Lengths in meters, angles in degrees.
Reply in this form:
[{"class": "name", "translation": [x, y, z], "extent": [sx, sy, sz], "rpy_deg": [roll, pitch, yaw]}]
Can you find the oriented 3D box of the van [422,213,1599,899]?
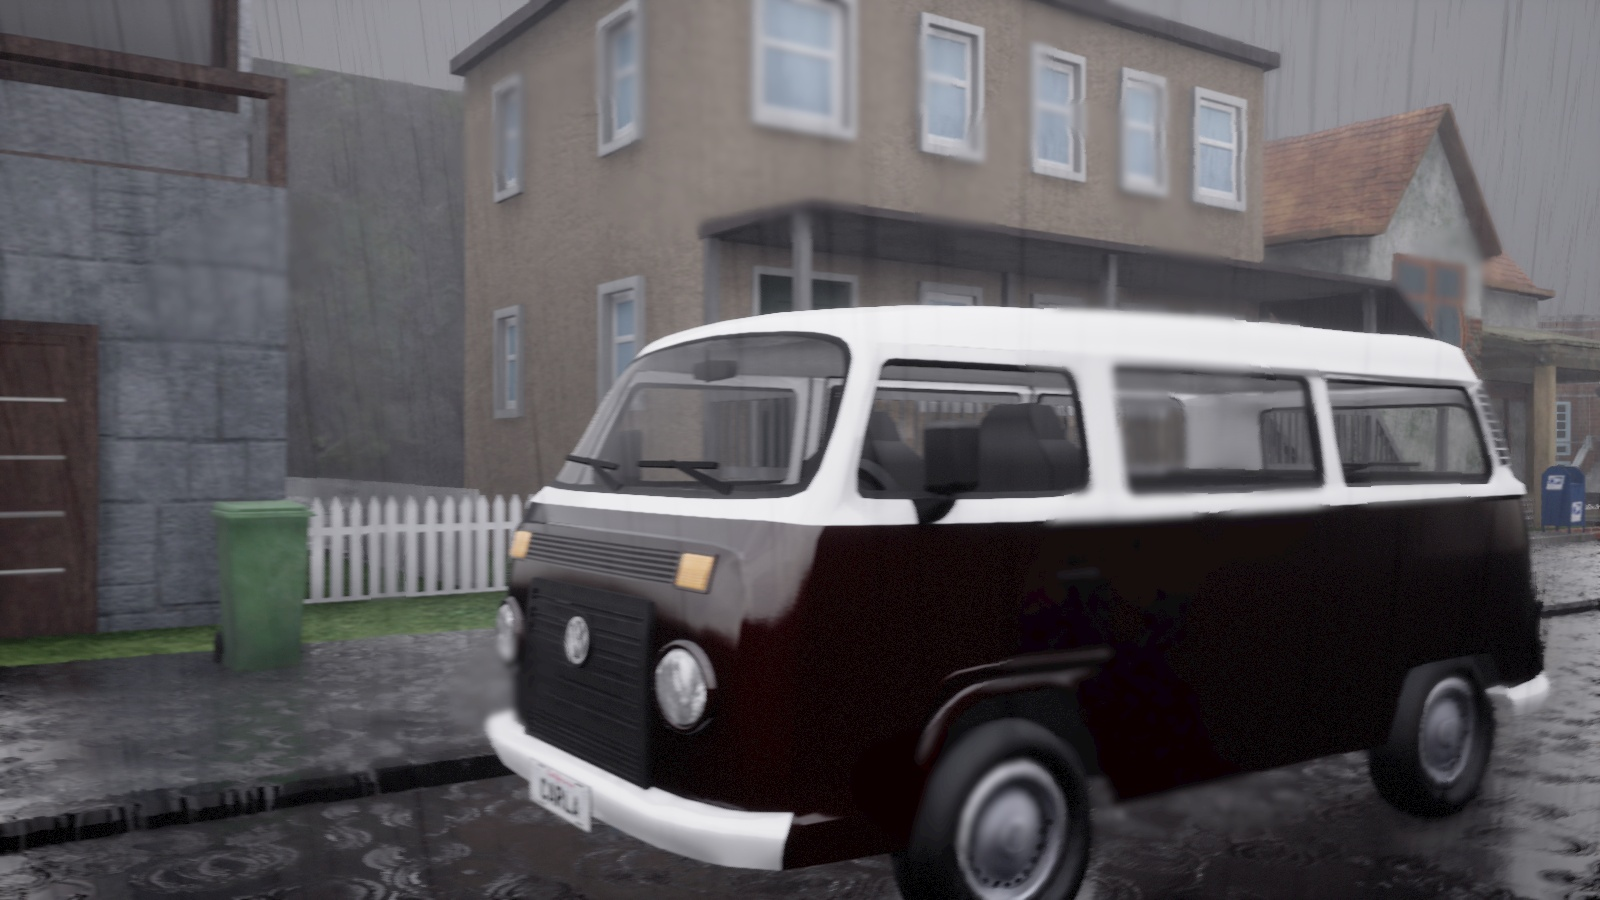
[{"class": "van", "translation": [1.055, 0.478, 5.003], "extent": [4.480, 2.038, 2.069], "rpy_deg": [0, 0, -35]}]
